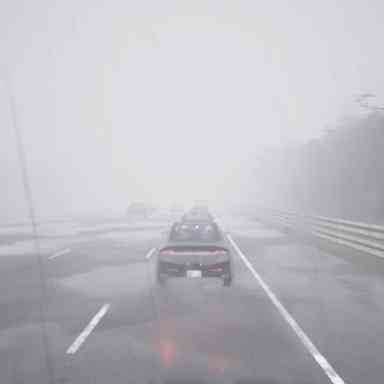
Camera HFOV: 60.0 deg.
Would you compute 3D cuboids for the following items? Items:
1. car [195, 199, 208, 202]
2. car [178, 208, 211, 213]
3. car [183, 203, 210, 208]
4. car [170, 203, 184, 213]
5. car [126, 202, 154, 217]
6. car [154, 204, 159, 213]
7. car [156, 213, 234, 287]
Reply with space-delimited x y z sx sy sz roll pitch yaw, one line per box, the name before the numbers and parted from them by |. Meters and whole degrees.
car | 1.284 1.972 46.443 2.150 2.045 5.566 0 -1 2
car | 0.308 1.819 18.815 1.895 1.301 4.718 0 -1 2
car | 0.629 1.930 28.741 2.033 1.411 5.357 0 -1 2
car | -2.161 2.320 48.097 2.033 1.411 5.357 0 -1 1
car | -5.976 1.895 37.614 2.097 1.767 4.553 0 -1 1
car | -5.717 2.324 46.457 1.895 1.301 4.718 0 -1 1
car | 0.091 1.591 9.648 2.128 1.511 4.902 0 -1 1
